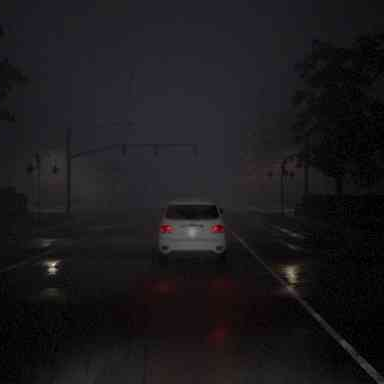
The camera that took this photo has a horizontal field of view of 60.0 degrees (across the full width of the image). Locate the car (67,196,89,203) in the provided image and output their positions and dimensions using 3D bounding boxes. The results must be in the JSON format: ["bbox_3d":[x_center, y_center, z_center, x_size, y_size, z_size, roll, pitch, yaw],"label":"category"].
[{"bbox_3d":[-24.032,1.497,70.191,3.806,1.475,1.970,0,0,1],"label":"car"}]

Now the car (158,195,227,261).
[{"bbox_3d":[0.029,1.231,12.373,2.150,2.045,5.566,0,0,0],"label":"car"}]

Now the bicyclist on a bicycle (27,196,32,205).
[{"bbox_3d":[-29.052,1.465,59.225,0.582,1.620,1.656,-10,5,0],"label":"bicyclist on a bicycle"}]

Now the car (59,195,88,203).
[{"bbox_3d":[-23.315,1.333,64.440,4.611,1.667,2.242,0,0,1],"label":"car"}]

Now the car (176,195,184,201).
[{"bbox_3d":[-3.247,1.593,88.805,2.033,1.411,5.357,0,0,0],"label":"car"}]
